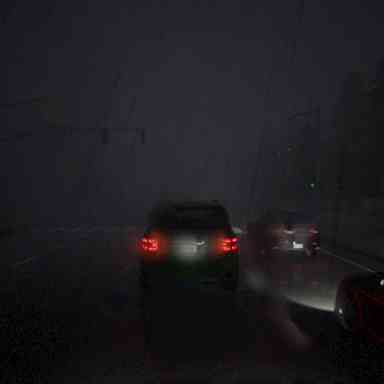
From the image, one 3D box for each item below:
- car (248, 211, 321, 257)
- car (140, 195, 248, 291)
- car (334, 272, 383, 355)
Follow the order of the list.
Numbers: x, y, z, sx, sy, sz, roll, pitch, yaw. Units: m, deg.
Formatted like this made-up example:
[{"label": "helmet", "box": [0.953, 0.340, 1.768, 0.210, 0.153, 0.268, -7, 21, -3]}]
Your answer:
[{"label": "car", "box": [3.342, 1.492, 12.911, 2.128, 1.511, 4.902, 0, 0, 0]}, {"label": "car", "box": [-0.093, 1.221, 9.156, 2.150, 2.045, 5.566, 0, 0, -1]}, {"label": "car", "box": [3.428, 1.564, 4.003, 1.994, 1.385, 4.181, 0, 0, -1]}]
